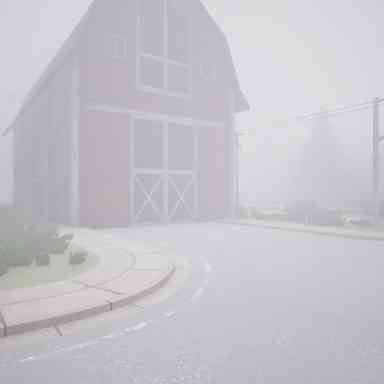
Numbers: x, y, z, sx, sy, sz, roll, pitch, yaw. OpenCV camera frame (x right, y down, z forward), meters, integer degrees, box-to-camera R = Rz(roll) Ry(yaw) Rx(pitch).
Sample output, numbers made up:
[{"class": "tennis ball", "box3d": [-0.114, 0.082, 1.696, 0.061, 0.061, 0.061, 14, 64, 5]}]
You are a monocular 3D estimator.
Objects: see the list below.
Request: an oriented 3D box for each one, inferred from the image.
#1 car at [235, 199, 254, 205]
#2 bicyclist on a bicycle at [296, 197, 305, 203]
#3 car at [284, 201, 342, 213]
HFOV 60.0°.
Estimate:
[{"class": "car", "box3d": [5.415, 1.552, 38.675, 1.812, 1.442, 4.674, 0, 0, -34]}, {"class": "bicyclist on a bicycle", "box3d": [13.285, 1.322, 40.249, 1.656, 1.620, 0.582, 46, -25, -24]}, {"class": "car", "box3d": [10.964, 1.574, 30.625, 2.033, 1.411, 5.357, 0, 0, -35]}]
